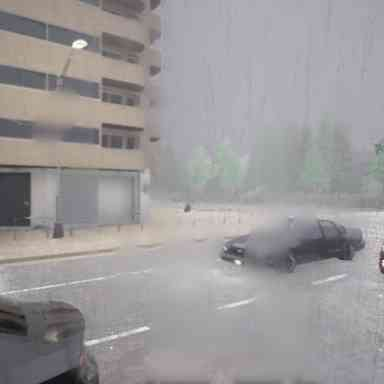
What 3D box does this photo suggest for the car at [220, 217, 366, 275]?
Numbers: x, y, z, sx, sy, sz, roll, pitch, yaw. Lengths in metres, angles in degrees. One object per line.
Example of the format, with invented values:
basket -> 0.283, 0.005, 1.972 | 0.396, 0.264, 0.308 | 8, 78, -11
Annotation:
car -> 3.442, 1.545, 10.658 | 5.357, 1.411, 2.033 | 0, 0, -35

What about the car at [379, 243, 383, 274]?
car -> 6.978, 1.348, 8.861 | 4.553, 1.767, 2.097 | 0, 0, -35

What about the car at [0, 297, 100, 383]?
car -> -3.021, 1.505, 1.827 | 4.892, 1.490, 1.837 | 0, 0, -35
